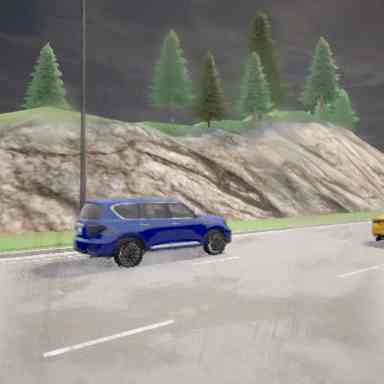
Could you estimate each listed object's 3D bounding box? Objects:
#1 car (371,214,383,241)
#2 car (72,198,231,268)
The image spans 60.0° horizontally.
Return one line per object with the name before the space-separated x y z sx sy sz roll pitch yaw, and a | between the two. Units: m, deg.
car | 10.276 1.477 15.399 5.008 1.535 1.882 0 0 -36
car | -1.196 1.222 11.497 5.566 2.045 2.150 0 0 -36
